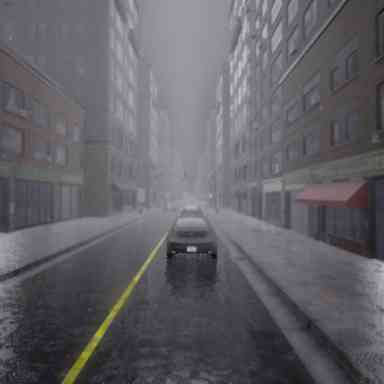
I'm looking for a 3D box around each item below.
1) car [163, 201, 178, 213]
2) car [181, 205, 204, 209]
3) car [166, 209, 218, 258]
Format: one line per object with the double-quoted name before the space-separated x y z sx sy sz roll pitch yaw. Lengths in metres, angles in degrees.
"car" -3.056 2.110 47.567 2.128 1.511 4.902 0 -1 0
"car" 0.001 1.845 29.257 1.882 1.535 5.008 0 0 0
"car" 0.006 1.672 13.513 1.837 1.490 4.892 0 0 0
